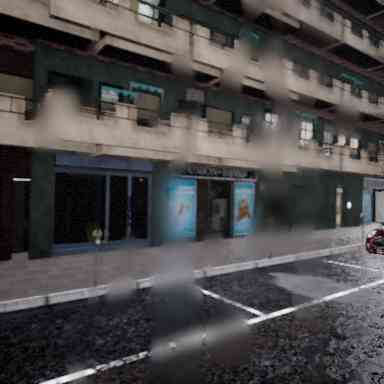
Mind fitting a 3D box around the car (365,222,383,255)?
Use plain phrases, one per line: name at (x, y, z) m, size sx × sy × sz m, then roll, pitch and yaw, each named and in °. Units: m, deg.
car at (8.286, 1.542, 12.445) m, size 4.097 × 1.590 × 1.967 m, roll 1°, pitch 1°, yaw -35°
